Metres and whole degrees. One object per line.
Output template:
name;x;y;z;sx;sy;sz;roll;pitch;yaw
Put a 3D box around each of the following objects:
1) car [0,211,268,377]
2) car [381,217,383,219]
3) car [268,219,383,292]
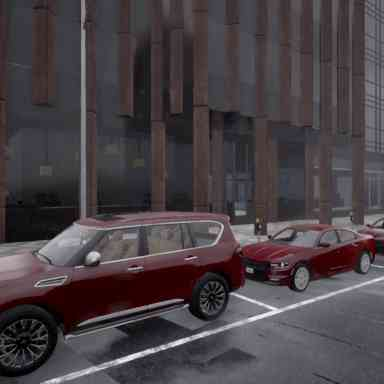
car;-1.289;1.315;5.735;5.009;1.841;2.192;0;0;-36
car;7.579;1.547;12.097;4.507;1.381;1.887;0;0;-36
car;3.145;1.545;8.916;4.507;1.381;1.887;0;0;-36
